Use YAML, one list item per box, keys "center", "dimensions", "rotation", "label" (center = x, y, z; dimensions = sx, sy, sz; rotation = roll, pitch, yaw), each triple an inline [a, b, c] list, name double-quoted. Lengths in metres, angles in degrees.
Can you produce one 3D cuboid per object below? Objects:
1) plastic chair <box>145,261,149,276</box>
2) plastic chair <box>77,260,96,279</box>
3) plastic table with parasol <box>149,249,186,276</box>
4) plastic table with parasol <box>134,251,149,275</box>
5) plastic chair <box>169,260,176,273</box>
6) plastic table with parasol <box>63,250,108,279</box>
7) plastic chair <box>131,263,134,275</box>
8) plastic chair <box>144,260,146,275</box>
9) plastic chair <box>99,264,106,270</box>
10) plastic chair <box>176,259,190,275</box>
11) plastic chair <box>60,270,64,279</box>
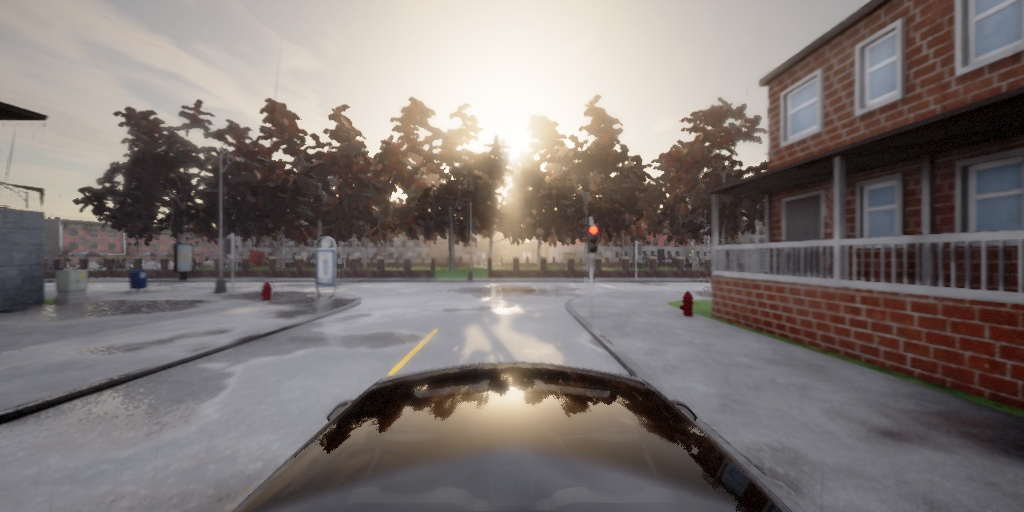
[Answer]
- center: [-40.227, 1.298, 40.140]
  dimensions: [0.730, 1.272, 0.750]
  rotation: [0, 0, -40]
  label: "plastic chair"
- center: [-41.031, 1.319, 34.591]
  dimensions: [0.750, 1.272, 0.730]
  rotation: [0, 0, -35]
  label: "plastic chair"
- center: [-39.197, 0.699, 40.885]
  dimensions: [2.482, 2.480, 2.482]
  rotation: [0, 0, -40]
  label: "plastic table with parasol"
- center: [-43.619, 0.626, 43.527]
  dimensions: [2.482, 2.480, 2.482]
  rotation: [0, 0, -39]
  label: "plastic table with parasol"
- center: [-38.294, 1.310, 39.913]
  dimensions: [0.750, 1.272, 0.730]
  rotation: [0, 0, -35]
  label: "plastic chair"
- center: [-41.931, 0.688, 35.564]
  dimensions: [2.482, 2.480, 2.482]
  rotation: [0, 0, -40]
  label: "plastic table with parasol"
- center: [-44.627, 1.300, 42.778]
  dimensions: [0.730, 1.272, 0.750]
  rotation: [0, 0, -41]
  label: "plastic chair"
- center: [-42.774, 1.293, 42.535]
  dimensions: [0.750, 1.272, 0.730]
  rotation: [0, 0, -34]
  label: "plastic chair"
- center: [-40.935, 1.314, 36.297]
  dimensions: [0.730, 1.272, 0.750]
  rotation: [0, 0, -40]
  label: "plastic chair"
- center: [-38.199, 1.301, 41.619]
  dimensions: [0.730, 1.272, 0.750]
  rotation: [0, 0, -40]
  label: "plastic chair"
- center: [-42.956, 1.293, 34.808]
  dimensions: [0.730, 1.272, 0.750]
  rotation: [0, 0, -39]
  label: "plastic chair"
